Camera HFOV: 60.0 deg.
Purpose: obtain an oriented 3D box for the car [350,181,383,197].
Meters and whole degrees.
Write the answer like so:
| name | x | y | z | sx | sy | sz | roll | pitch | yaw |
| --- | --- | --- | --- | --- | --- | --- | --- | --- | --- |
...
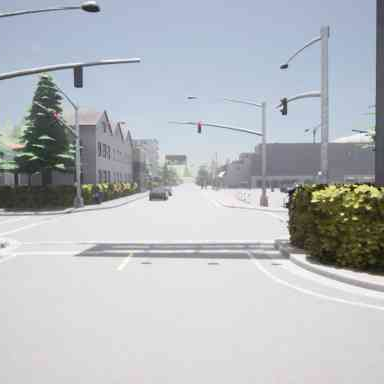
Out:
| name | x | y | z | sx | sy | sz | roll | pitch | yaw |
| --- | --- | --- | --- | --- | --- | --- | --- | --- | --- |
| car | 22.169 | -0.463 | 42.135 | 1.932 | 1.855 | 4.605 | -1 | 2 | -1 |

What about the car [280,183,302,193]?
| name | x | y | z | sx | sy | sz | roll | pitch | yaw |
| --- | --- | --- | --- | --- | --- | --- | --- | --- | --- |
| car | 15.156 | -0.526 | 52.098 | 2.007 | 1.523 | 4.514 | -1 | 2 | -1 |

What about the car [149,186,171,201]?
| name | x | y | z | sx | sy | sz | roll | pitch | yaw |
| --- | --- | --- | --- | --- | --- | --- | --- | --- | --- |
| car | -3.801 | 0.144 | 38.318 | 1.882 | 1.535 | 5.008 | -1 | 2 | 0 |

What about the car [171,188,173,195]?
| name | x | y | z | sx | sy | sz | roll | pitch | yaw |
| --- | --- | --- | --- | --- | --- | --- | --- | --- | --- |
| car | -3.840 | -0.189 | 48.449 | 2.128 | 1.511 | 4.902 | -1 | 2 | 0 |

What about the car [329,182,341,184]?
| name | x | y | z | sx | sy | sz | roll | pitch | yaw |
| --- | --- | --- | --- | --- | --- | --- | --- | --- | --- |
| car | 25.178 | -1.036 | 59.532 | 2.152 | 1.636 | 5.027 | -1 | 2 | -1 |

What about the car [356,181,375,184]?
| name | x | y | z | sx | sy | sz | roll | pitch | yaw |
| --- | --- | --- | --- | --- | --- | --- | --- | --- | --- |
| car | 18.940 | -0.178 | 34.248 | 1.905 | 1.878 | 3.866 | -1 | 2 | -1 |

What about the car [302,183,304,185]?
| name | x | y | z | sx | sy | sz | roll | pitch | yaw |
| --- | --- | --- | --- | --- | --- | --- | --- | --- | --- |
| car | 18.765 | -0.874 | 59.166 | 1.970 | 1.475 | 3.806 | -1 | 2 | -1 |
